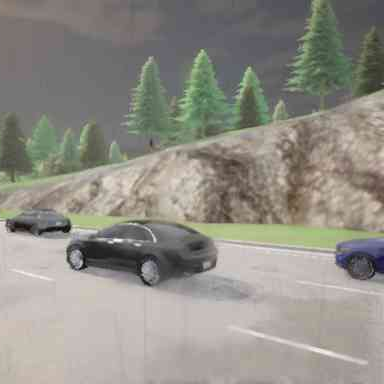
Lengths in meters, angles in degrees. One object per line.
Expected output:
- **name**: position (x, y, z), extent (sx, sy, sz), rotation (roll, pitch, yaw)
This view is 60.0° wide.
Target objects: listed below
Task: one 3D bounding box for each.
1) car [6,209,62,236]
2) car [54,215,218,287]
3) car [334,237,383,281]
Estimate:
- **car**: position (-8.726, 1.637, 18.849), extent (4.181, 1.385, 1.994), rotation (0, 0, 36)
- **car**: position (-1.610, 1.535, 9.469), extent (4.892, 1.490, 1.837), rotation (0, 0, 35)
- **car**: position (6.077, 1.534, 8.296), extent (4.674, 1.442, 1.812), rotation (0, 0, 35)
